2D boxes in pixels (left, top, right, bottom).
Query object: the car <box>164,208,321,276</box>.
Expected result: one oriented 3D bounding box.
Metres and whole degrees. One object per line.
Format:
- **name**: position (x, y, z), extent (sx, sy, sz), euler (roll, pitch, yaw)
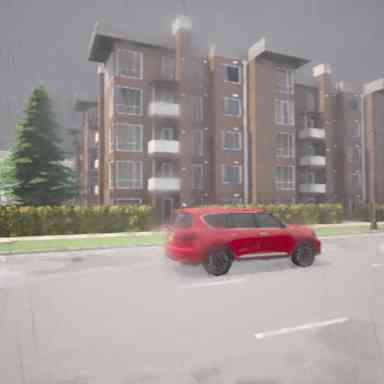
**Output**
- **car**: position (1.807, 1.565, 11.582), extent (5.566, 2.045, 2.150), euler (0, -2, -23)
